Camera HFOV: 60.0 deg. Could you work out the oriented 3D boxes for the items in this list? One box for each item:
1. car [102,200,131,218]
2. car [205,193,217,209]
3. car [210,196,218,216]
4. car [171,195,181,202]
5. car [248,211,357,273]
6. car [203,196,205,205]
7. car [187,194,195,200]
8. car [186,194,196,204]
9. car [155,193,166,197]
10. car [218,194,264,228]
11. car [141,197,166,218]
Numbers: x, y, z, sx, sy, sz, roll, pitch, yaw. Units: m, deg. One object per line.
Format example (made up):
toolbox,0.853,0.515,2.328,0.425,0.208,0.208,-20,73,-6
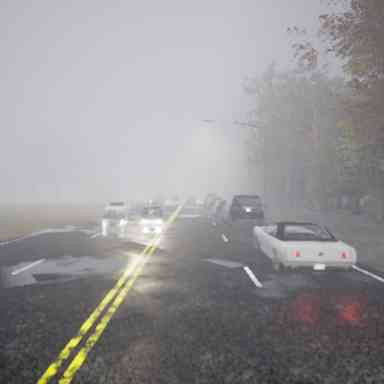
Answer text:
car,-6.679,1.505,30.015,1.812,1.442,4.674,0,0,0
car,3.135,1.298,43.605,2.097,1.767,4.553,0,-1,0
car,3.144,1.466,32.625,1.837,1.490,4.892,-1,0,0
car,-3.452,1.432,71.480,1.837,1.490,4.892,0,0,0
car,3.234,1.565,10.649,1.895,1.301,4.718,1,1,0
car,3.110,1.156,54.665,2.150,2.045,5.566,1,-1,0
car,-0.244,1.339,84.510,2.128,1.511,4.902,0,0,0
car,-0.186,1.515,64.169,2.033,1.411,5.357,0,0,0
car,-6.702,1.156,71.442,2.150,2.045,5.566,0,0,0
car,3.204,1.176,21.666,2.150,2.045,5.566,1,-1,0
car,-3.428,1.471,30.192,2.128,1.511,4.902,0,0,0
